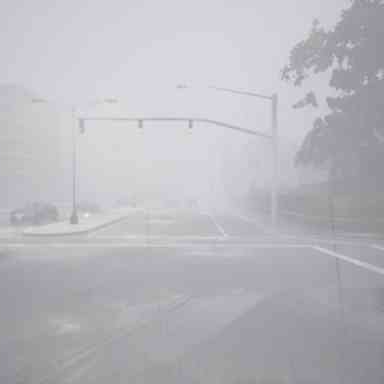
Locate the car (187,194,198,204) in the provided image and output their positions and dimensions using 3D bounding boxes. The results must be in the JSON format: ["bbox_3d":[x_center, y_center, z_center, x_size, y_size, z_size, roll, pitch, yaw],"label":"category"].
[{"bbox_3d":[0.007,1.356,65.955,2.097,1.767,4.553,0,0,0],"label":"car"}]

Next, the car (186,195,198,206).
[{"bbox_3d":[0.006,1.508,55.568,1.837,1.490,4.892,0,0,0],"label":"car"}]

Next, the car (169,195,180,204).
[{"bbox_3d":[-3.493,1.481,65.985,1.882,1.535,5.008,0,0,0],"label":"car"}]

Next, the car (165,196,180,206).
[{"bbox_3d":[-3.494,1.529,55.985,1.812,1.442,4.674,0,0,0],"label":"car"}]

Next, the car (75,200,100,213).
[{"bbox_3d":[-11.581,1.566,36.801,1.994,1.385,4.181,0,0,0],"label":"car"}]

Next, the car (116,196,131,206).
[{"bbox_3d":[-11.518,1.511,56.123,1.837,1.490,4.892,0,-1,1],"label":"car"}]

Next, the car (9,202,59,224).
[{"bbox_3d":[-11.590,1.494,24.741,2.128,1.511,4.902,0,0,0],"label":"car"}]
